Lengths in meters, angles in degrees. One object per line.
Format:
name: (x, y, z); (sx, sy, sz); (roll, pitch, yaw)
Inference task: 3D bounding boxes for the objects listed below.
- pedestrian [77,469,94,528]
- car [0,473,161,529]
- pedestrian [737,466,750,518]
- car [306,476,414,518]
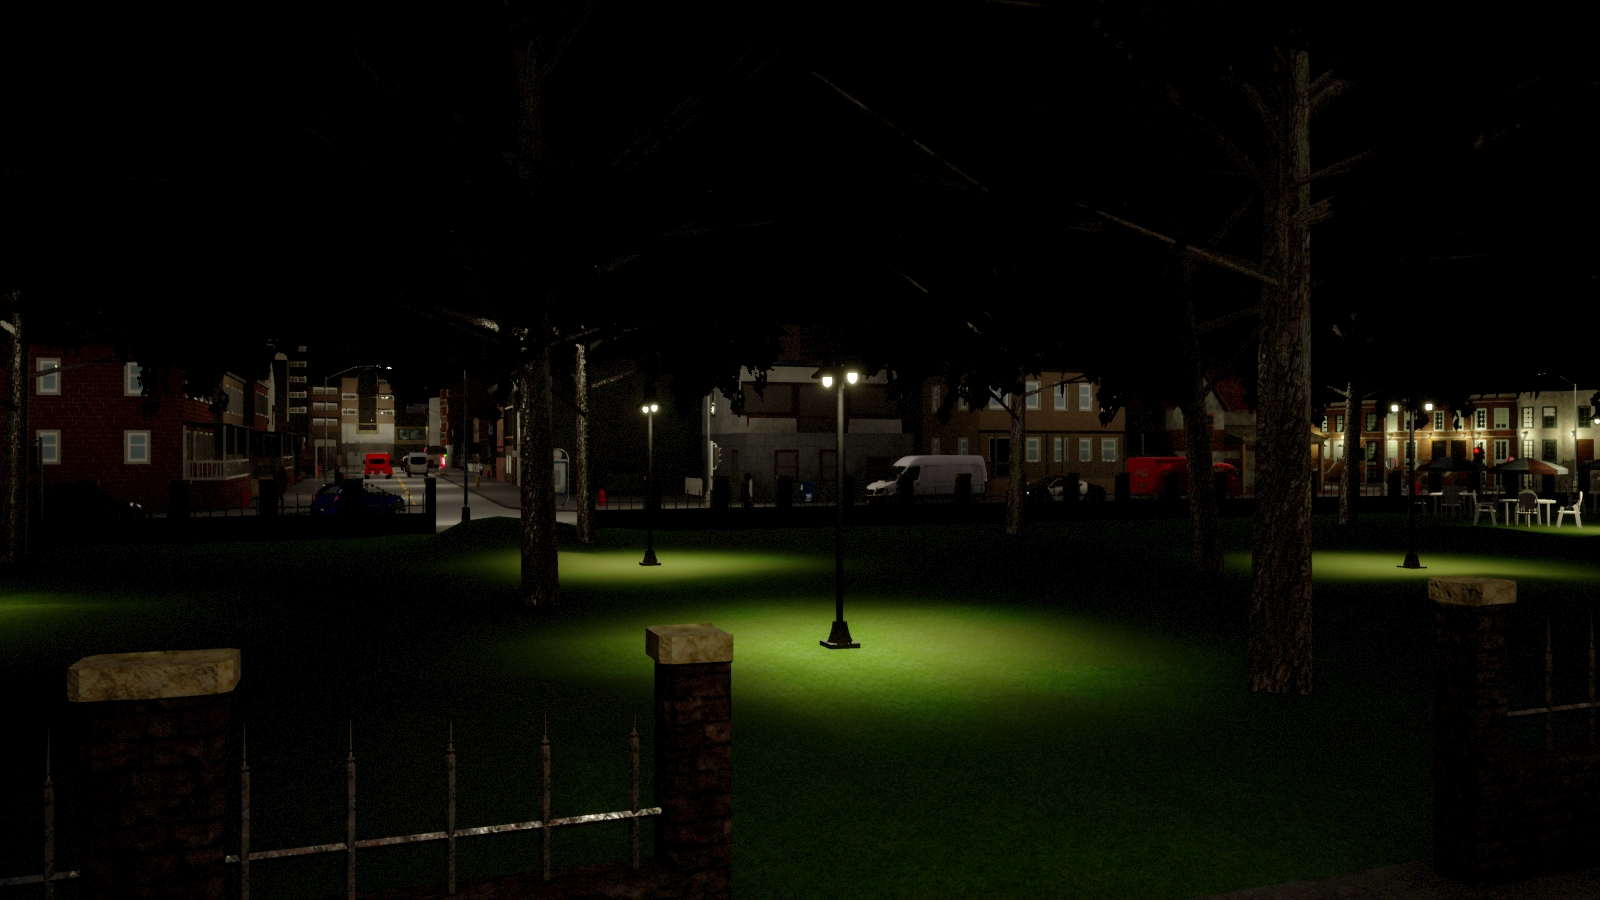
pedestrian: (-22.550, 1.525, 36.061); (0.375, 1.860, 0.375); (0, 0, 44)
car: (-24.490, 1.684, 38.812); (4.553, 1.767, 2.097); (0, 0, -20)
pedestrian: (-2.057, 1.525, 41.367); (0.375, 1.860, 0.375); (0, 0, -20)
car: (-17.460, 1.818, 45.488); (1.845, 1.501, 3.633); (1, 0, 31)
